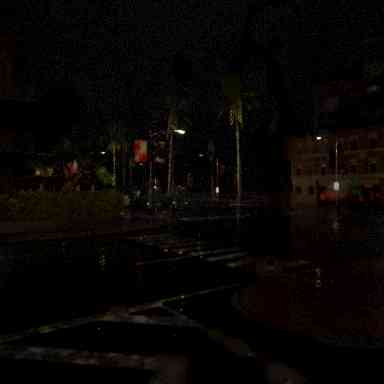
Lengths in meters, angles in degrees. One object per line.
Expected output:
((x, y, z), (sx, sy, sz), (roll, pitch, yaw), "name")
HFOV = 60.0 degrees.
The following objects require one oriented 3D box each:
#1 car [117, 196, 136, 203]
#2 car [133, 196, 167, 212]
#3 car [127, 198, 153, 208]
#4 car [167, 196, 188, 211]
((-13.585, 1.473, 68.898), (1.812, 1.442, 4.674), (0, 0, -39), "car")
((-5.301, 1.321, 39.047), (2.097, 1.767, 4.553), (0, 0, -35), "car")
((-7.632, 1.564, 48.467), (1.895, 1.301, 4.718), (0, 0, -35), "car")
((-2.466, 1.316, 41.105), (2.097, 1.767, 4.553), (0, 0, -35), "car")
